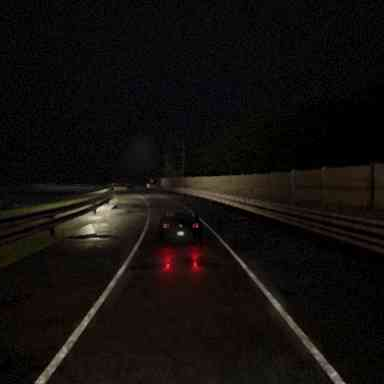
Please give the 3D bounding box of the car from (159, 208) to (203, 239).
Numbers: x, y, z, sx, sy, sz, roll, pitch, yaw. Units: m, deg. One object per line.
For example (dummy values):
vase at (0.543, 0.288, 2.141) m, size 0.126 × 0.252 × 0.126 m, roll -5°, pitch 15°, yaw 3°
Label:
car at (-0.637, 1.407, 16.184) m, size 1.895 × 1.301 × 4.718 m, roll 0°, pitch 1°, yaw -4°

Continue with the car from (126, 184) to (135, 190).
car at (-16.046, -1.240, 87.398) m, size 2.033 × 1.411 × 5.357 m, roll 0°, pitch 2°, yaw -13°
